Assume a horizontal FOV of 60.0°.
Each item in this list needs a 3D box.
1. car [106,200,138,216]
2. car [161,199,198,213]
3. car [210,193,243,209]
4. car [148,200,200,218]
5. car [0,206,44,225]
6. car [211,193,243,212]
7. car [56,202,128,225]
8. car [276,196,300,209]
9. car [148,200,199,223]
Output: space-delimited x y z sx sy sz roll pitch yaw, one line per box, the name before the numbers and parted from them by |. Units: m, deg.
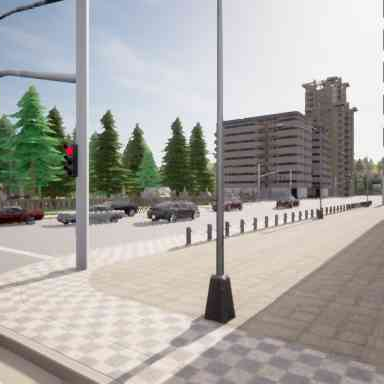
car | -7.099 1.478 29.852 1.882 1.535 5.008 0 0 36
car | -1.356 1.564 37.924 1.994 1.385 4.181 0 0 35
car | 4.891 1.221 46.629 2.150 2.045 5.566 0 0 36
car | -1.558 1.547 31.595 2.033 1.411 5.357 0 0 36
car | -12.580 1.601 22.230 1.895 1.301 4.718 0 0 37
car | 4.246 1.352 39.734 2.097 1.767 4.553 0 0 36
car | -7.156 1.601 23.734 1.895 1.301 4.718 0 0 35
car | 13.424 1.352 46.280 2.097 1.767 4.553 0 0 35
car | -1.319 1.505 25.556 1.837 1.490 4.892 0 0 35
